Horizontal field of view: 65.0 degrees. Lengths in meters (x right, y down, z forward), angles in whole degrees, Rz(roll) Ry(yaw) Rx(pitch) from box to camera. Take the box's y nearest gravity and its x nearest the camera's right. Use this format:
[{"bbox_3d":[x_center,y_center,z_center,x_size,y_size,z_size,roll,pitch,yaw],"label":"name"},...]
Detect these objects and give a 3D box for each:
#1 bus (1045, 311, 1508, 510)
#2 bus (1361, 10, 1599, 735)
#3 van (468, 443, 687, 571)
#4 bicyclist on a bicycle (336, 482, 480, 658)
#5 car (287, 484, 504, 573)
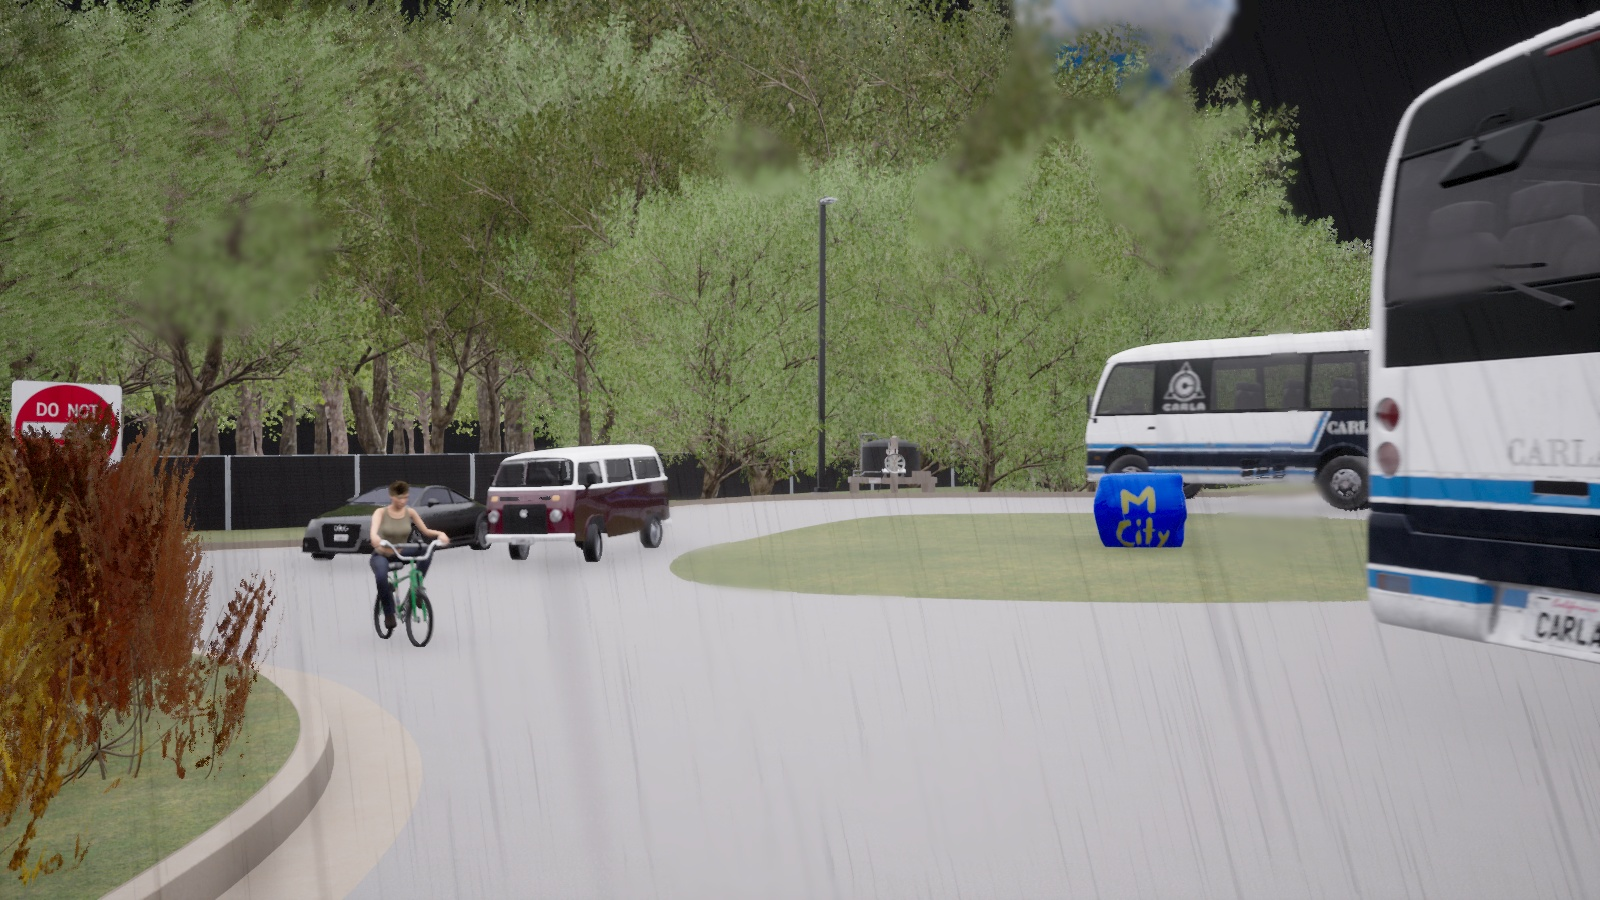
[{"bbox_3d":[11.708,-0.826,31.923,10.273,4.253,3.944,0,0,45],"label":"bus"},{"bbox_3d":[9.635,-0.548,8.791,10.273,4.253,3.944,-1,1,-17],"label":"bus"},{"bbox_3d":[-3.984,0.975,23.384,2.069,2.038,4.480,-2,1,18],"label":"van"},{"bbox_3d":[-3.886,1.135,12.383,0.866,1.612,1.509,1,-3,-38],"label":"bicyclist on a bicycle"},{"bbox_3d":[-7.541,1.409,23.888,1.994,1.385,4.181,0,0,15],"label":"car"}]
